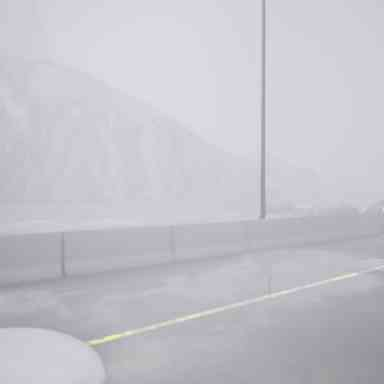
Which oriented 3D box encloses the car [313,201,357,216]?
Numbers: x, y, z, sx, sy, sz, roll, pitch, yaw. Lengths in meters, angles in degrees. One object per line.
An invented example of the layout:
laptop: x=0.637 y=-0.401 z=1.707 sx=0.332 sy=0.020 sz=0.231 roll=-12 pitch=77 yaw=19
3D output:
car: x=13.680 y=1.613 z=30.770 sx=4.674 sy=1.442 sz=1.812 roll=1 pitch=0 yaw=-35

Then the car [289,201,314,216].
car: x=12.459 y=1.613 z=34.182 sx=4.674 sy=1.442 sz=1.812 roll=1 pitch=0 yaw=-35

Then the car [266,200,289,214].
car: x=9.640 y=1.606 z=36.486 sx=4.674 sy=1.442 sz=1.812 roll=1 pitch=0 yaw=-35

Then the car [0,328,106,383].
car: x=-2.790 y=1.517 z=1.788 sx=4.674 sy=1.442 sz=1.812 roll=0 pitch=0 yaw=-35

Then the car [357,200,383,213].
car: x=16.675 y=1.447 z=28.588 sx=4.553 sy=1.767 sz=2.097 roll=0 pitch=0 yaw=-35
